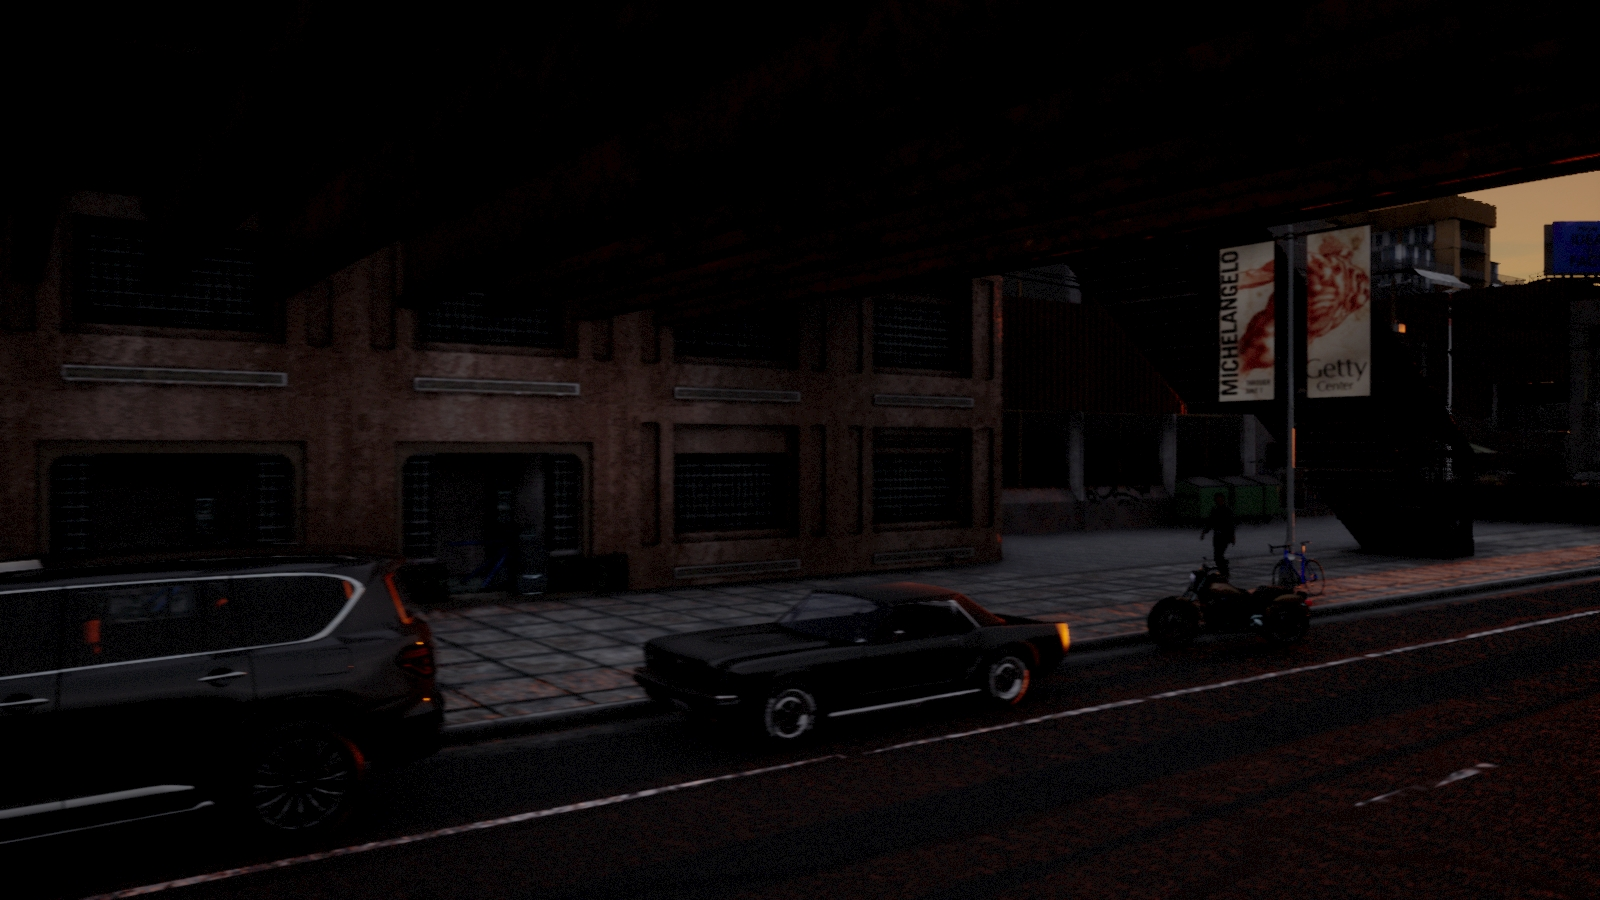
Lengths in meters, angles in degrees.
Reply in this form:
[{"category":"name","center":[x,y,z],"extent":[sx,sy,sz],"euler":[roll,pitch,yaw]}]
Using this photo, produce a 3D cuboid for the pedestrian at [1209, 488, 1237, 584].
[{"category":"pedestrian","center":[8.402,1.701,22.686],"extent":[0.375,1.860,0.375],"euler":[0,0,-29]}]
